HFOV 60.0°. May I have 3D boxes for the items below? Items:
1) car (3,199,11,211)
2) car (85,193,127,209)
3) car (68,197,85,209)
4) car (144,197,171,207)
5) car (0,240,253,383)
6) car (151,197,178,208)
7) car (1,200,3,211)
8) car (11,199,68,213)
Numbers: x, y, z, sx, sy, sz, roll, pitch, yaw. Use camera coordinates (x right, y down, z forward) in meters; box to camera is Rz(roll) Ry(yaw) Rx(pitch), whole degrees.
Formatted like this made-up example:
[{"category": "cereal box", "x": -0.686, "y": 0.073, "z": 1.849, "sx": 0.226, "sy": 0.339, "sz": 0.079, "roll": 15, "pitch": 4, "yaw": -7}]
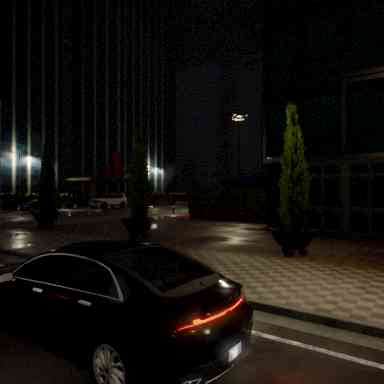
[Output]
[{"category": "car", "x": -21.028, "y": 1.547, "z": 37.921, "sx": 2.033, "sy": 1.411, "sz": 5.357, "roll": 0, "pitch": 0, "yaw": 35}, {"category": "car", "x": -11.363, "y": 1.221, "z": 45.597, "sx": 2.150, "sy": 2.045, "sz": 5.566, "roll": 0, "pitch": 0, "yaw": 35}, {"category": "car", "x": -15.381, "y": 1.505, "z": 45.966, "sx": 1.837, "sy": 1.490, "sz": 4.892, "roll": 0, "pitch": 0, "yaw": 35}, {"category": "car", "x": -5.562, "y": 1.564, "z": 53.835, "sx": 1.994, "sy": 1.385, "sz": 4.181, "roll": 0, "pitch": 0, "yaw": 35}, {"category": "car", "x": -1.496, "y": 1.505, "z": 5.070, "sx": 4.892, "sy": 1.490, "sz": 1.837, "roll": 0, "pitch": 0, "yaw": 36}, {"category": "car", "x": -4.072, "y": 1.525, "z": 49.550, "sx": 1.812, "sy": 1.442, "sz": 4.674, "roll": 0, "pitch": 0, "yaw": 35}, {"category": "car", "x": -19.193, "y": 1.477, "z": 28.000, "sx": 1.882, "sy": 1.535, "sz": 5.008, "roll": 0, "pitch": 0, "yaw": 35}, {"category": "car", "x": -17.080, "y": 1.491, "z": 37.459, "sx": 2.128, "sy": 1.511, "sz": 4.902, "roll": 0, "pitch": 0, "yaw": 35}]
